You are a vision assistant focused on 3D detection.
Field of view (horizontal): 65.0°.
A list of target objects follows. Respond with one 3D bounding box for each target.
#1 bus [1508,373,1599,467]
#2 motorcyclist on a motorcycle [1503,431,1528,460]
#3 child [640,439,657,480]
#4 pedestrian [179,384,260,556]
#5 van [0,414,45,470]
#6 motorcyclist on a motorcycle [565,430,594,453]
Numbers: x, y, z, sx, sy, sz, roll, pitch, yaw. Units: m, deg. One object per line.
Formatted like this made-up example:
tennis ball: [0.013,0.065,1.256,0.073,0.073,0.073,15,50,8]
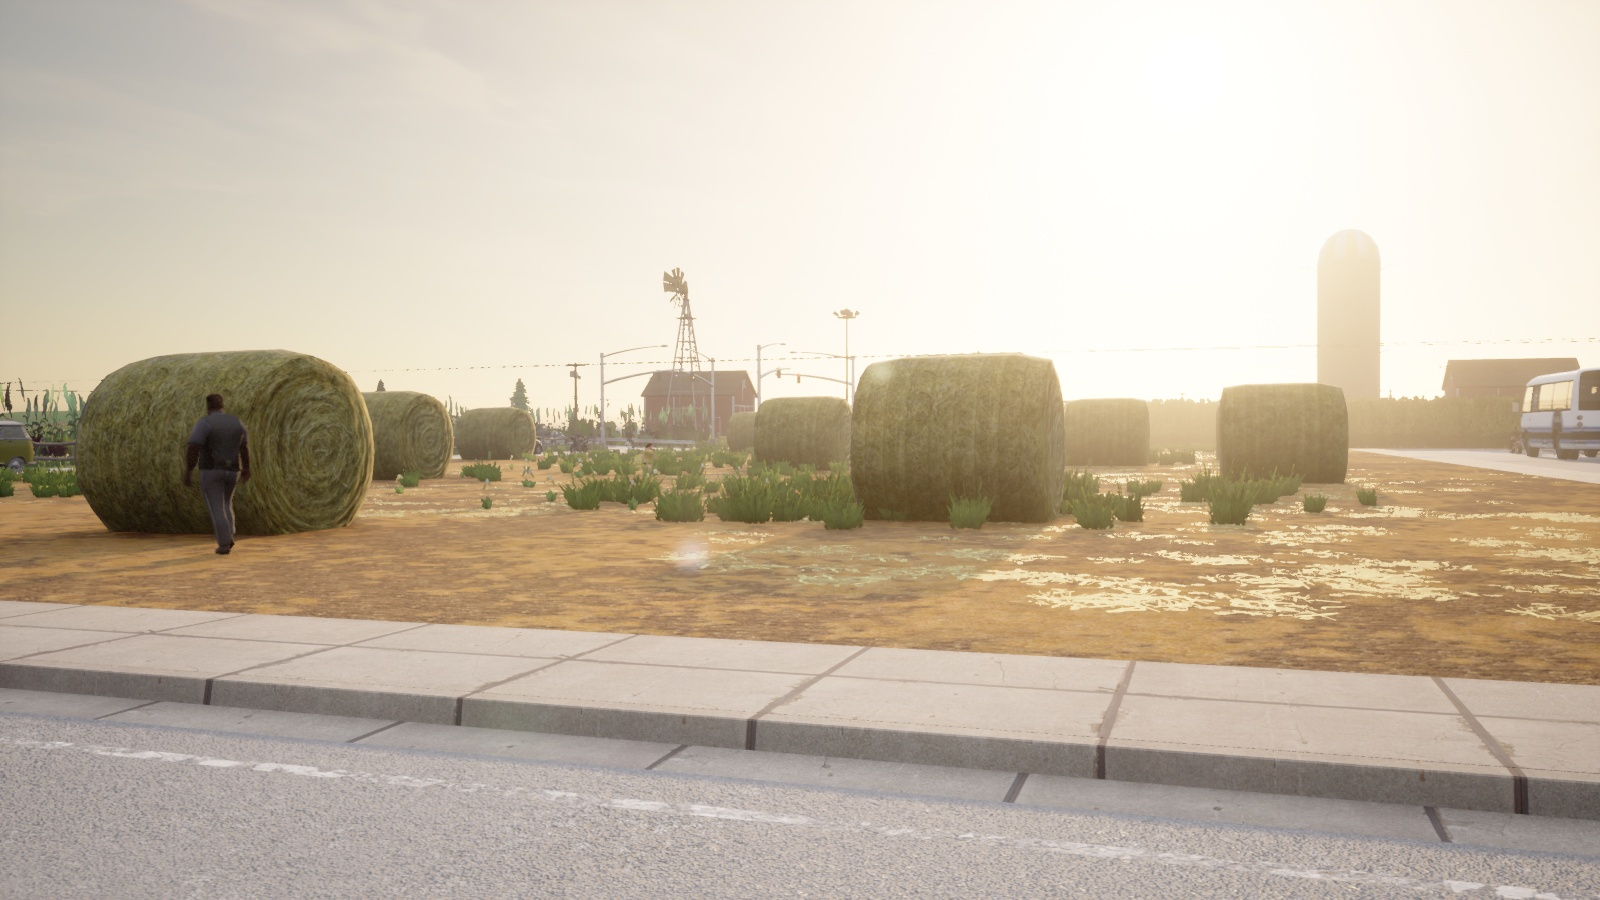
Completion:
bus: [38.032,-1.416,61.358,3.944,4.253,10.273,1,1,18]
motorcyclist on a motorcycle: [41.830,-0.269,73.400,0.766,1.649,2.350,1,1,18]
child: [-4.195,0.259,34.778,0.394,1.110,0.255,1,1,27]
pedestrian: [-6.569,0.210,14.209,0.849,1.883,0.563,1,1,45]
van: [-29.727,-0.288,44.985,1.775,1.987,4.442,1,1,21]
motorcyclist on a motorcycle: [-14.661,-0.565,83.480,0.866,1.530,2.191,1,1,21]
